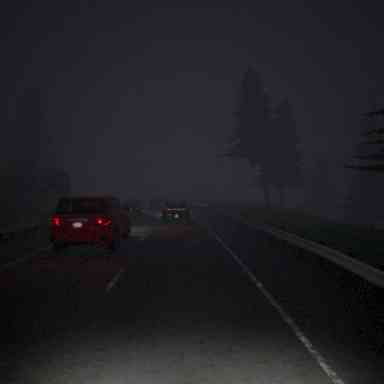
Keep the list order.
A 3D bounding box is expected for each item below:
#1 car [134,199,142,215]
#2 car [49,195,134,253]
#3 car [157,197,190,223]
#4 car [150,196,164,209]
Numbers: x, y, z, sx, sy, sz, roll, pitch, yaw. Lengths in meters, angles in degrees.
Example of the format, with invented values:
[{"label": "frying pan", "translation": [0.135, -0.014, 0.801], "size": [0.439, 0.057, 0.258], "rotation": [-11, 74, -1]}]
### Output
[{"label": "car", "translation": [-5.756, 1.338, 31.564], "size": [1.812, 1.442, 4.674], "rotation": [0, 0, -9]}, {"label": "car", "translation": [-3.881, 1.142, 13.489], "size": [2.150, 2.045, 5.566], "rotation": [0, 0, -3]}, {"label": "car", "translation": [-1.258, 1.345, 24.101], "size": [2.128, 1.511, 4.902], "rotation": [0, 0, -6]}, {"label": "car", "translation": [-4.080, 1.231, 40.937], "size": [1.882, 1.535, 5.008], "rotation": [0, 1, -13]}]
